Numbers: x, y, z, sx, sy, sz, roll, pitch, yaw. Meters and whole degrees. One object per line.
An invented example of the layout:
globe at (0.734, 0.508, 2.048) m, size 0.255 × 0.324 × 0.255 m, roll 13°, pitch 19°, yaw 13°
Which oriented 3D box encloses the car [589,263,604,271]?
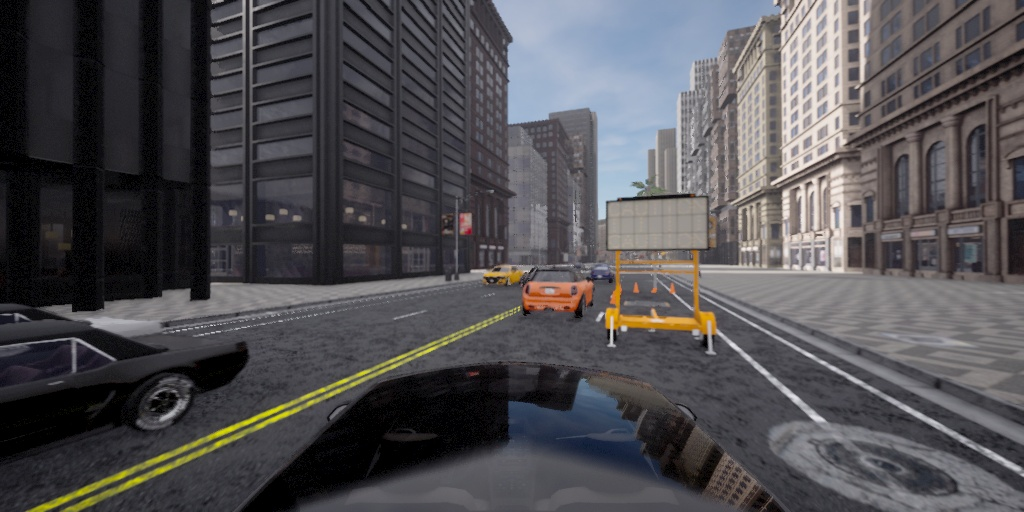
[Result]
car at (14.704, 1.862, 62.118) m, size 1.994 × 1.385 × 4.181 m, roll 0°, pitch -1°, yaw 19°

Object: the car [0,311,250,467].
car at (-5.332, 1.378, 3.189) m, size 1.895 × 1.301 × 4.718 m, roll 0°, pitch -1°, yaw 19°

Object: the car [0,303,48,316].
car at (-8.200, 1.401, 4.849) m, size 1.895 × 1.301 × 4.718 m, roll 0°, pitch -1°, yaw 19°

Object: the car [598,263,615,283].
car at (7.993, 1.538, 31.744) m, size 1.812 × 1.442 × 4.674 m, roll 0°, pitch -1°, yaw 19°

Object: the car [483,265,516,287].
car at (-0.598, 1.468, 27.274) m, size 1.882 × 1.535 × 5.008 m, roll 0°, pitch -1°, yaw 19°

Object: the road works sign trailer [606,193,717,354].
road works sign trailer at (3.655, 0.273, 9.130) m, size 2.380 × 3.560 × 2.880 m, roll 0°, pitch 0°, yaw 19°

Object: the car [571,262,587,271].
car at (11.944, 1.871, 64.013) m, size 2.033 × 1.411 × 5.357 m, roll 0°, pitch -1°, yaw 19°

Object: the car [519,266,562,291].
car at (2.083, 1.467, 25.055) m, size 1.837 × 1.490 × 4.892 m, roll 0°, pitch 0°, yaw 19°

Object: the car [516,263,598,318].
car at (1.938, 1.210, 13.883) m, size 2.097 × 1.767 × 4.553 m, roll 0°, pitch -1°, yaw 19°
